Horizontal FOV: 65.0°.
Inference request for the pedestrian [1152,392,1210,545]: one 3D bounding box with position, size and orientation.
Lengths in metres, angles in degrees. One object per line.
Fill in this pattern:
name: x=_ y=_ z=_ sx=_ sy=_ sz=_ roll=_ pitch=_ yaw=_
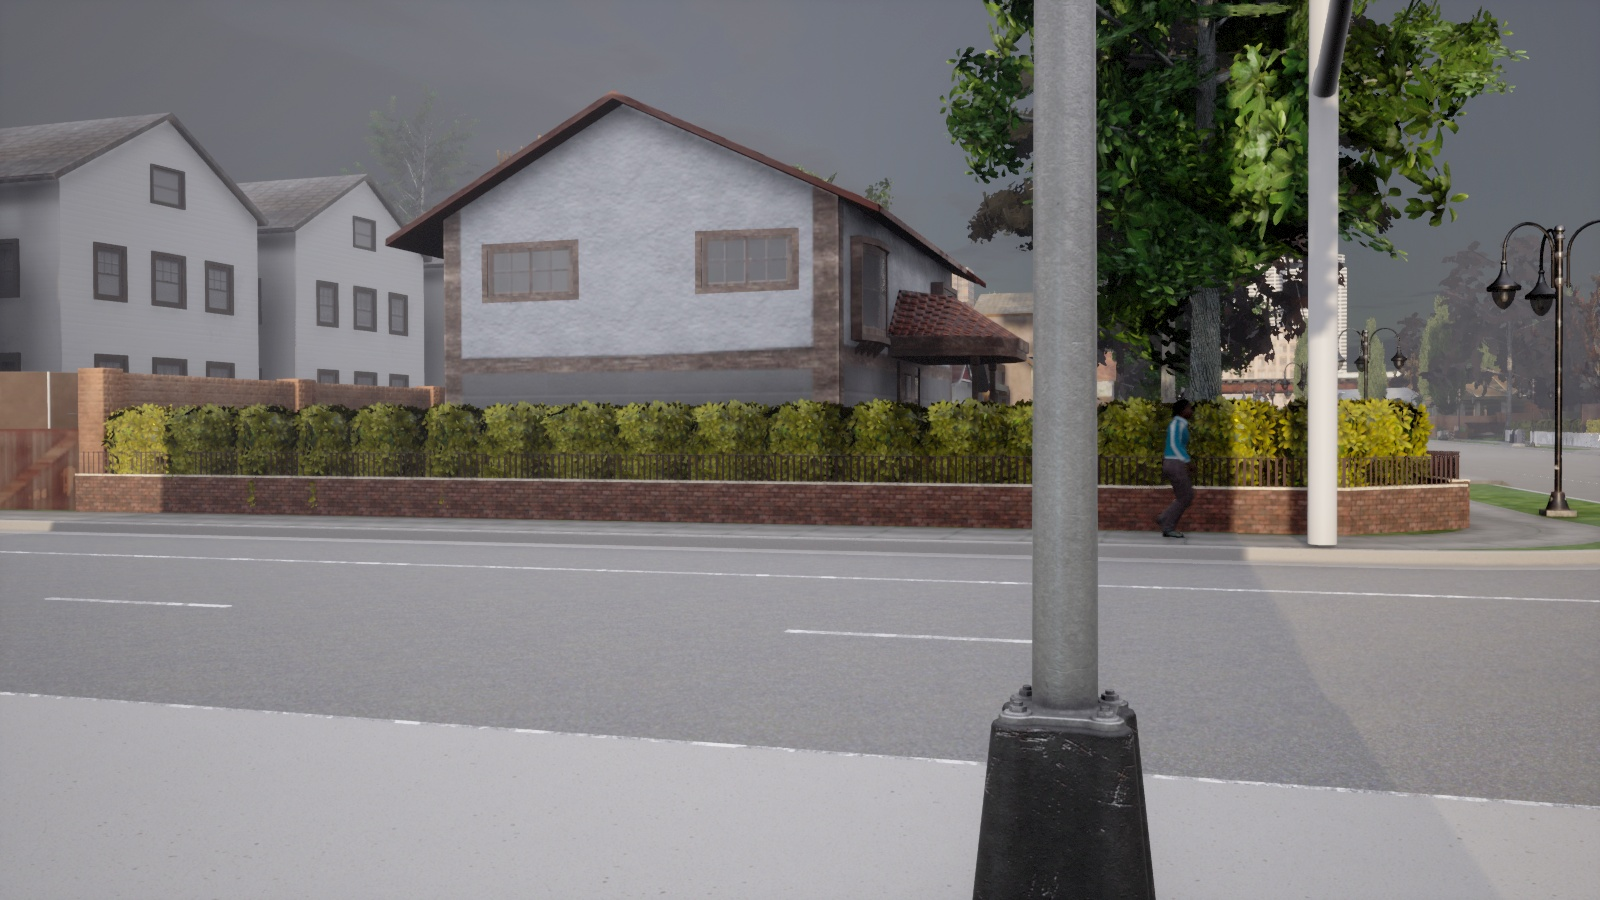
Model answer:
pedestrian: x=4.887 y=0.233 z=16.131 sx=0.692 sy=1.930 sz=0.396 roll=0 pitch=1 yaw=15
